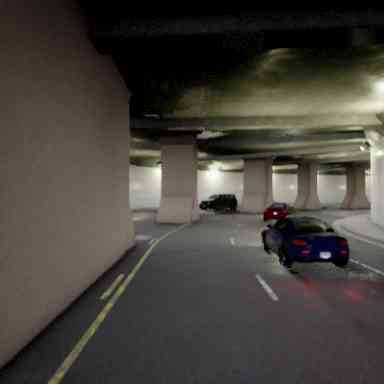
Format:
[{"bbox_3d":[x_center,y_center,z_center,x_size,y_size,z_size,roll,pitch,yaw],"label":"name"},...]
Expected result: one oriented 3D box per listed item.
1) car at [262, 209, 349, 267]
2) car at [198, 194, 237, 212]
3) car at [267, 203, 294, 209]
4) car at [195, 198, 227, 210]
[{"bbox_3d":[3.624,1.528,11.250,1.812,1.442,4.674,0,0,1],"label":"car"},{"bbox_3d":[3.210,1.231,39.809,2.150,2.045,5.566,0,0,42],"label":"car"},{"bbox_3d":[7.138,1.569,26.781,1.994,1.385,4.181,0,0,26],"label":"car"},{"bbox_3d":[2.549,1.572,44.042,4.181,1.385,1.994,0,0,-45],"label":"car"}]
